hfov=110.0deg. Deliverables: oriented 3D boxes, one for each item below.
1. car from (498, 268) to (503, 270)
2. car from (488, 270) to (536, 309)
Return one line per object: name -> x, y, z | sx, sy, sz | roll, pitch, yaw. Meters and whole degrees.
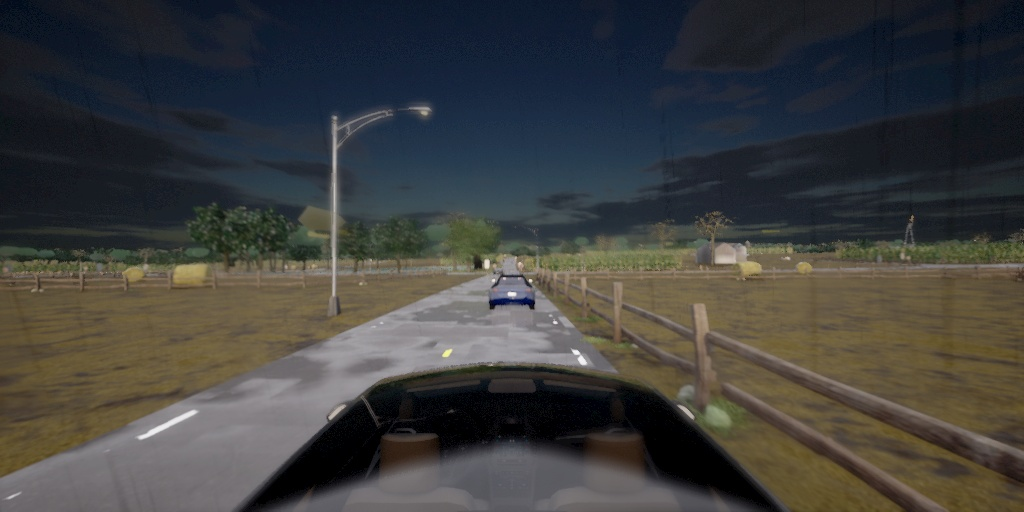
car -> 0.005, 1.889, 30.962 | 1.895, 1.301, 4.718 | 0, -2, 0
car -> 0.006, 1.520, 16.161 | 1.994, 1.385, 4.181 | 0, -1, 0
